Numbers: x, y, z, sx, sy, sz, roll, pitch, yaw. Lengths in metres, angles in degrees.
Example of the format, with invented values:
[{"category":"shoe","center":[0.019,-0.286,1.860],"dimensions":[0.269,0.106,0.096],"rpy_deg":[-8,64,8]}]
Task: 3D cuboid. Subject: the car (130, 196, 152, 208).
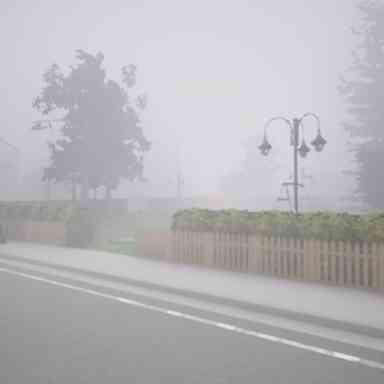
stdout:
[{"category":"car","center":[-7.884,1.656,55.735],"dimensions":[2.150,2.045,5.566],"rpy_deg":[-1,0,35]}]
